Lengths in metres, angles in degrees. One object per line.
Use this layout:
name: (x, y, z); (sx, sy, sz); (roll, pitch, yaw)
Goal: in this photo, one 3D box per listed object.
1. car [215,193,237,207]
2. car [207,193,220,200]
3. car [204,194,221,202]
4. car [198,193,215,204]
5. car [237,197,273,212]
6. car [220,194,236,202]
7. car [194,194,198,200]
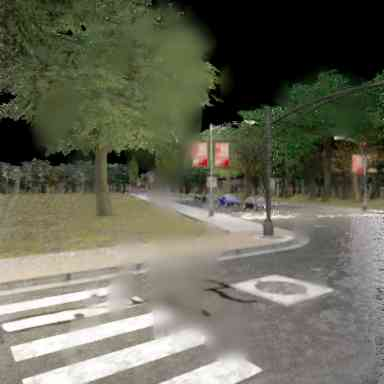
car: (5.054, 1.197, 45.186); (1.882, 1.535, 5.008); (0, 0, -12)
car: (4.985, 1.056, 76.612); (1.812, 1.442, 4.674); (0, 0, -12)
car: (4.040, 1.086, 65.592); (2.128, 1.511, 4.902); (0, 0, -12)
car: (2.980, 1.151, 55.107); (2.128, 1.511, 4.902); (0, 0, -12)
car: (7.013, 1.269, 35.987); (2.128, 1.511, 4.902); (0, 0, -12)
car: (7.153, 1.106, 66.572); (1.812, 1.442, 4.674); (0, 0, -12)
car: (1.841, 1.139, 75.773); (1.895, 1.301, 4.718); (0, 0, -12)
